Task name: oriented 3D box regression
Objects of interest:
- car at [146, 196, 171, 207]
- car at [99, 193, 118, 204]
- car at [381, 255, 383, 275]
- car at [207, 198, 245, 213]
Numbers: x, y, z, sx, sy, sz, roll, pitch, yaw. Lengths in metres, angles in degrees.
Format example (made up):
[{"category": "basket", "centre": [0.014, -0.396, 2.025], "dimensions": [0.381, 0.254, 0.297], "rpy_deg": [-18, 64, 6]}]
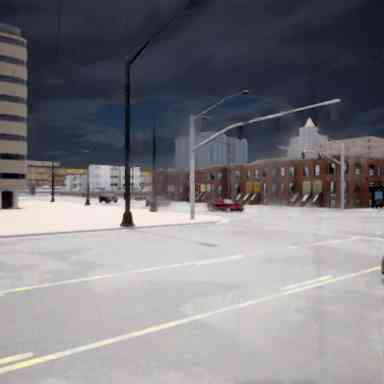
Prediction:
[{"category": "car", "centre": [-5.018, 1.344, 49.394], "dimensions": [2.097, 1.767, 4.553], "rpy_deg": [0, 0, -36]}, {"category": "car", "centre": [-16.565, 1.202, 65.618], "dimensions": [2.150, 2.045, 5.566], "rpy_deg": [0, 0, -36]}, {"category": "car", "centre": [6.669, 1.560, 8.504], "dimensions": [4.181, 1.385, 1.994], "rpy_deg": [0, 0, -36]}, {"category": "car", "centre": [3.724, 1.468, 37.216], "dimensions": [1.882, 1.535, 5.008], "rpy_deg": [0, 1, -36]}]
